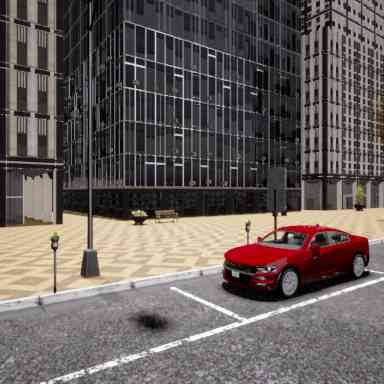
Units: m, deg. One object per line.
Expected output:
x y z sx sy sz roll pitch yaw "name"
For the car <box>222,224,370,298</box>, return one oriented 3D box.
2.774 1.545 8.528 4.507 1.381 1.887 0 0 -35 "car"
